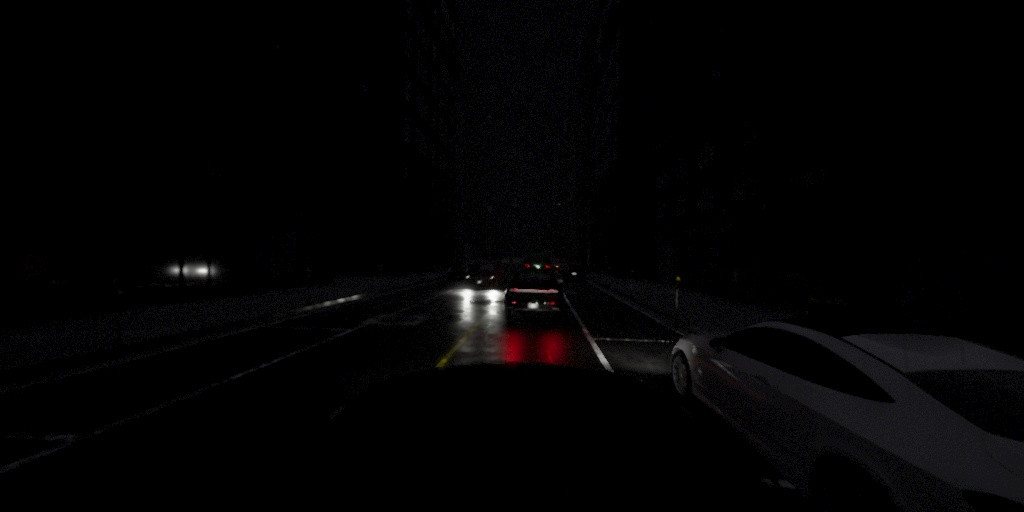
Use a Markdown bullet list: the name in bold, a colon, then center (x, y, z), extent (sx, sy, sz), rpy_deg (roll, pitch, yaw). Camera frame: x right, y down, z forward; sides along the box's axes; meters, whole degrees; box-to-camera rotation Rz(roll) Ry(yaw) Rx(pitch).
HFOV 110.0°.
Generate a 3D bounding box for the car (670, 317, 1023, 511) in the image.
- **car**: center (3.160, 1.328, 3.482), extent (1.812, 1.442, 4.674), rpy_deg (1, 0, 4)

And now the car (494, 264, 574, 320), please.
- **car**: center (0.807, 1.218, 12.678), extent (2.128, 1.511, 4.902), rpy_deg (1, 0, 5)

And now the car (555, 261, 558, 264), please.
- **car**: center (5.060, 1.285, 33.363), extent (1.888, 1.381, 4.507), rpy_deg (0, 0, 4)

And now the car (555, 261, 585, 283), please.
- **car**: center (4.638, 1.315, 27.875), extent (1.948, 1.339, 4.313), rpy_deg (0, 0, 4)

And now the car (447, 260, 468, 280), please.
- **car**: center (-3.861, 1.028, 28.529), extent (1.967, 1.591, 4.097), rpy_deg (0, 0, 4)

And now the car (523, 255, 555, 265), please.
- **car**: center (2.095, 0.918, 29.361), extent (2.150, 2.045, 5.566), rpy_deg (1, 0, 4)

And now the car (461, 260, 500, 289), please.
- **car**: center (-1.649, 1.174, 22.371), extent (1.812, 1.442, 4.674), rpy_deg (1, 0, 4)
